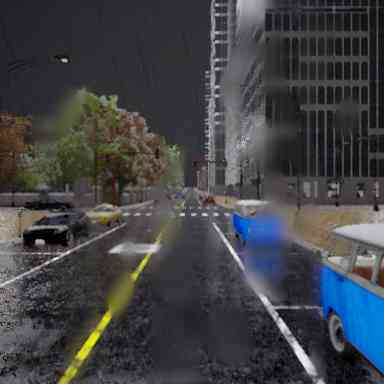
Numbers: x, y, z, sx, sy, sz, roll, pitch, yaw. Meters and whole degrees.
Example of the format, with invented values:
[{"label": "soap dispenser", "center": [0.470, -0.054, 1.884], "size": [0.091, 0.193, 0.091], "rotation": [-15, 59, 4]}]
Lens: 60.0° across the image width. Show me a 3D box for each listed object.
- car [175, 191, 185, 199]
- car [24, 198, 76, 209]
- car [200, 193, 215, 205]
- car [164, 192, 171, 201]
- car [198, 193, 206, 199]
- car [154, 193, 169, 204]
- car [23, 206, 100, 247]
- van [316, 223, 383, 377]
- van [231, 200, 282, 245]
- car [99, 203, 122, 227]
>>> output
[{"label": "car", "center": [-3.010, 0.794, 82.860], "size": [2.150, 2.045, 5.566], "rotation": [0, 0, 0]}, {"label": "car", "center": [-15.415, 1.356, 36.514], "size": [5.357, 1.411, 2.033], "rotation": [0, 0, 1]}, {"label": "car", "center": [2.687, 1.213, 52.934], "size": [1.967, 1.590, 4.097], "rotation": [0, 0, 0]}, {"label": "car", "center": [-5.695, 1.273, 64.294], "size": [2.008, 1.369, 4.403], "rotation": [0, 0, 0]}, {"label": "car", "center": [2.684, 1.053, 87.020], "size": [1.967, 1.590, 4.097], "rotation": [0, 0, 0]}, {"label": "car", "center": [-5.695, 1.292, 58.611], "size": [1.887, 1.381, 4.507], "rotation": [0, 0, 0]}, {"label": "car", "center": [-5.771, 1.507, 14.807], "size": [1.947, 1.339, 4.313], "rotation": [0, 0, 0]}, {"label": "van", "center": [2.692, 1.330, 3.412], "size": [1.690, 1.788, 3.998], "rotation": [0, 0, 0]}, {"label": "van", "center": [2.773, 1.282, 14.808], "size": [1.690, 1.788, 3.998], "rotation": [0, 0, 0]}, {"label": "car", "center": [-5.820, 1.434, 22.041], "size": [1.752, 1.417, 4.829], "rotation": [0, 0, 0]}]
